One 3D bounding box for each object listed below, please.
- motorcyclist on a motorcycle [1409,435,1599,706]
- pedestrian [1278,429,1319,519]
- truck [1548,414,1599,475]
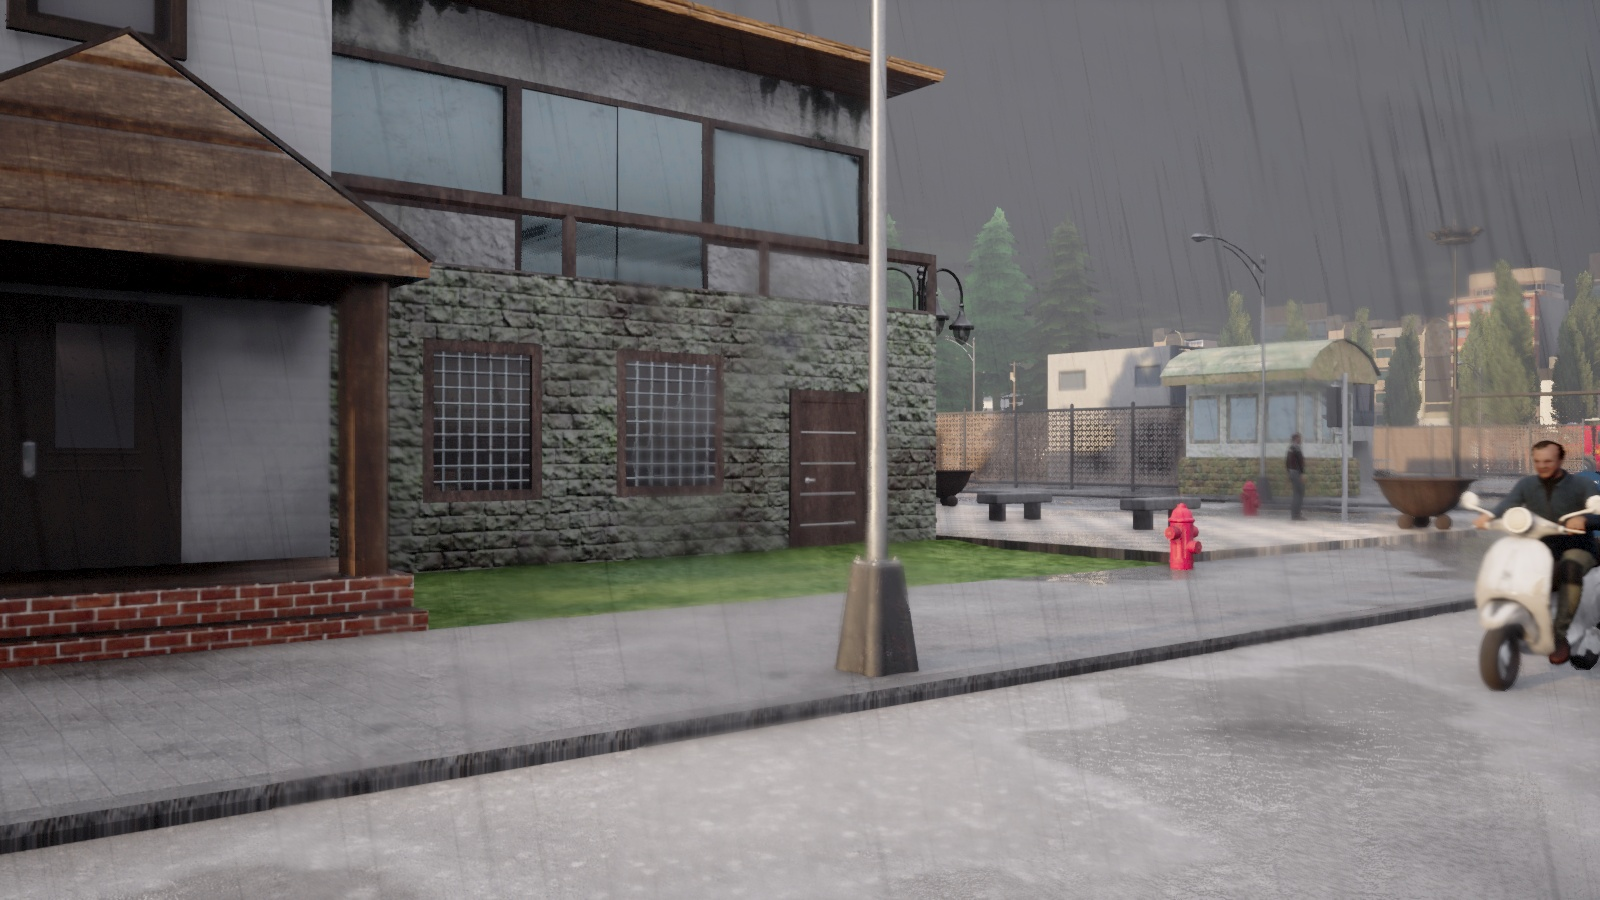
[{"bbox_3d":[4.891,0.708,8.274,1.817,1.590,0.866,0,0,-38],"label":"motorcyclist on a motorcycle"},{"bbox_3d":[10.351,0.493,26.090,0.720,1.854,0.376,0,0,8],"label":"pedestrian"},{"bbox_3d":[52.102,-0.338,78.686,2.891,3.827,8.468,0,0,-39],"label":"truck"}]
